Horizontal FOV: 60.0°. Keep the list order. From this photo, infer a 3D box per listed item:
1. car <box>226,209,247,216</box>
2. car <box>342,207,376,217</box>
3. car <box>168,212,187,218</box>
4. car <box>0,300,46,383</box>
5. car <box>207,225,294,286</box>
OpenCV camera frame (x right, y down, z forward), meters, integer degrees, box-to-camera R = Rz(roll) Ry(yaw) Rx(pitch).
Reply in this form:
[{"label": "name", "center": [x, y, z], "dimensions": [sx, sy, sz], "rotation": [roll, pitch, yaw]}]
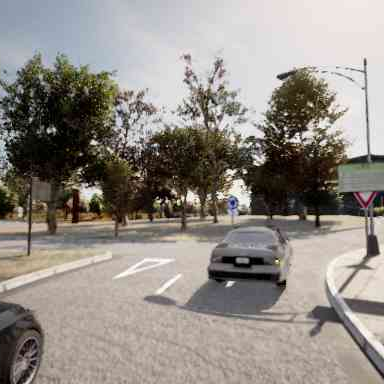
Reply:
[{"label": "car", "center": [8.898, 4.225, 67.021], "dimensions": [1.837, 1.490, 4.892], "rotation": [3, -6, -37]}, {"label": "car", "center": [22.998, 2.791, 45.950], "dimensions": [2.033, 1.411, 5.357], "rotation": [1, -2, -7]}, {"label": "car", "center": [-4.661, 6.818, 93.058], "dimensions": [4.892, 1.521, 2.231], "rotation": [0, -5, -11]}, {"label": "car", "center": [-2.835, 1.537, 2.268], "dimensions": [1.812, 1.442, 4.674], "rotation": [0, 0, 3]}, {"label": "car", "center": [1.919, 1.682, 9.762], "dimensions": [2.033, 1.411, 5.357], "rotation": [-1, -3, 18]}]
